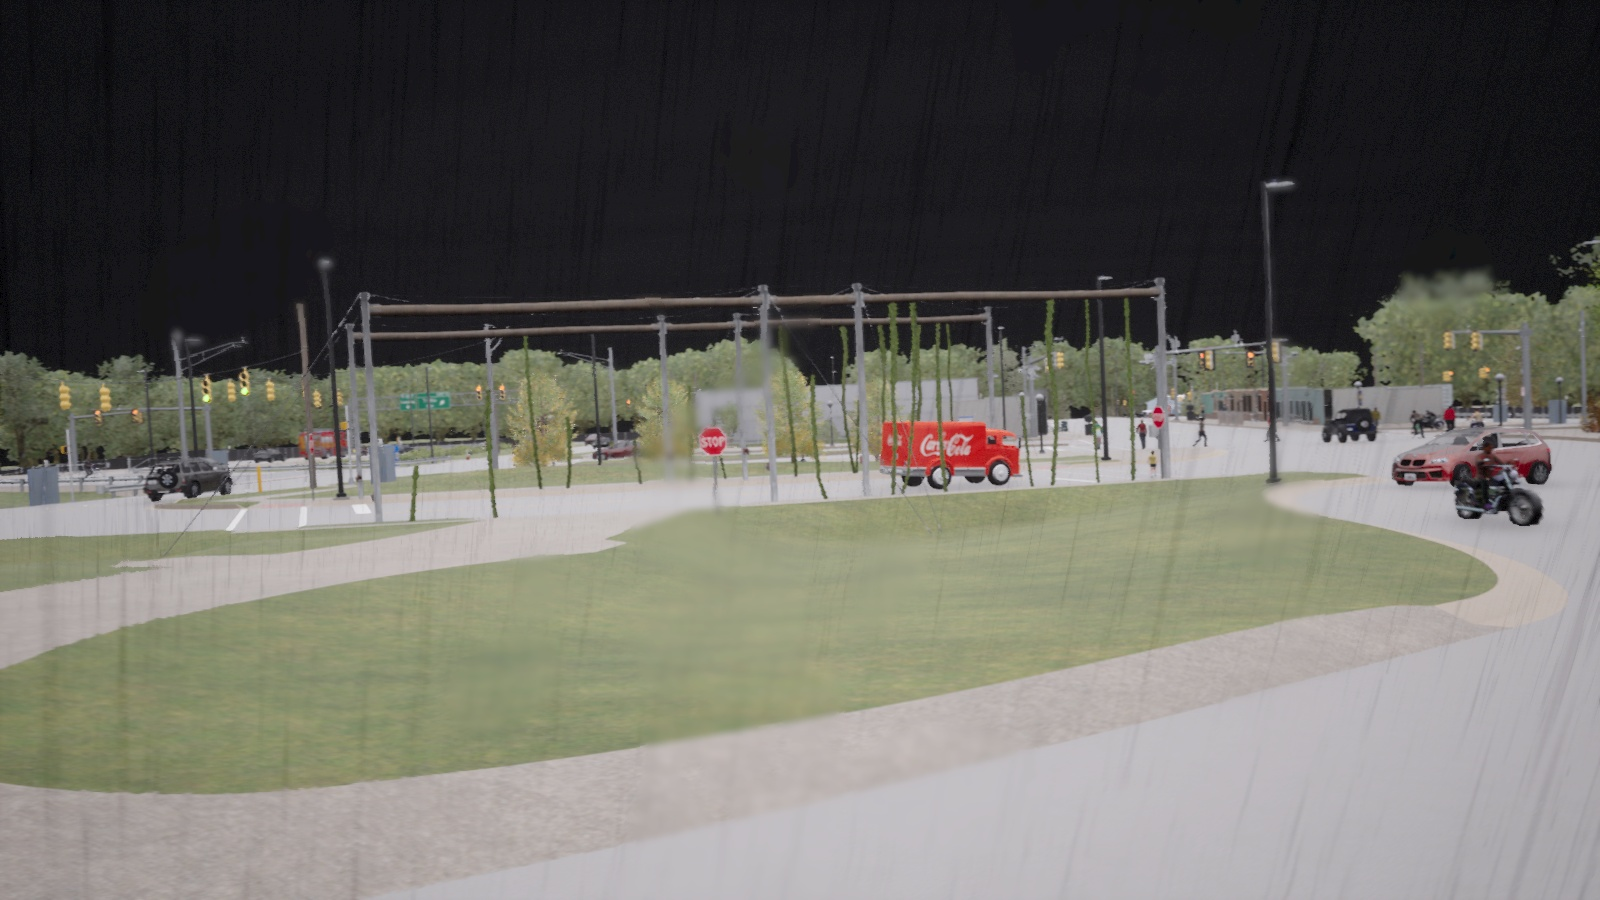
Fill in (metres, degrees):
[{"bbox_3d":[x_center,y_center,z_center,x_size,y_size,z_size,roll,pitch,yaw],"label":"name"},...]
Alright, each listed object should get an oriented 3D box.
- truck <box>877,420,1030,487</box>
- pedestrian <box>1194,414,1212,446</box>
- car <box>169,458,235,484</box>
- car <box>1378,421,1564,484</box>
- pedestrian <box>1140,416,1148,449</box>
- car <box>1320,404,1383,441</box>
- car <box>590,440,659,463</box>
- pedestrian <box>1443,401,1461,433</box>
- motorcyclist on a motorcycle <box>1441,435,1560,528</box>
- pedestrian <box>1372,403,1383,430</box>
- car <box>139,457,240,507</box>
[{"bbox_3d":[5.887,0.105,48.380,5.204,2.467,2.627,0,1,-22],"label":"truck"},{"bbox_3d":[23.448,-1.177,73.057,0.869,1.805,0.328,-4,3,-6],"label":"pedestrian"},{"bbox_3d":[-42.306,1.454,88.870,3.705,1.549,1.789,-3,2,1],"label":"car"},{"bbox_3d":[19.463,0.046,36.457,4.611,1.667,2.242,-2,1,-20],"label":"car"},{"bbox_3d":[20.072,-1.025,73.268,0.331,1.846,0.636,-2,3,18],"label":"pedestrian"},{"bbox_3d":[30.754,-1.529,70.113,1.905,1.878,3.866,-3,1,3],"label":"car"},{"bbox_3d":[-13.260,0.091,95.139,4.792,1.488,2.163,-3,2,1],"label":"car"},{"bbox_3d":[39.092,-1.982,75.306,0.634,1.844,0.899,-1,4,44],"label":"pedestrian"},{"bbox_3d":[13.511,0.568,24.312,0.766,1.649,2.350,-2,2,-6],"label":"motorcyclist on a motorcycle"},{"bbox_3d":[39.595,-2.303,86.154,0.431,1.840,0.709,-3,3,6],"label":"pedestrian"},{"bbox_3d":[-27.182,1.387,56.122,1.932,1.855,4.605,-3,2,3],"label":"car"}]
